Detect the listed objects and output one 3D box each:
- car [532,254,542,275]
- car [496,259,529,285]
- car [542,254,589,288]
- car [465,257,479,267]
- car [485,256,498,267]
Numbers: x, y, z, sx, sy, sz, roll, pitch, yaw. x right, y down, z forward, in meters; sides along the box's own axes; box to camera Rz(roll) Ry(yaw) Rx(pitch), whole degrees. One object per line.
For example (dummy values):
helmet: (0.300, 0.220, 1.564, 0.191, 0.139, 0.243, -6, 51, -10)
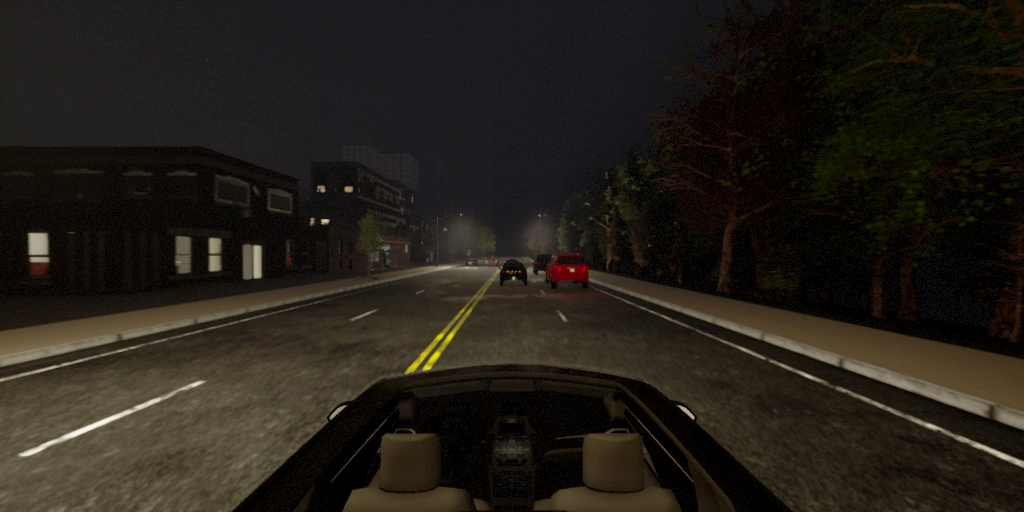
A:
car: (3.292, 0.801, 37.000, 2.150, 2.045, 5.566, 0, 1, 1)
car: (0.098, 1.142, 24.685, 1.837, 1.490, 4.892, 0, 0, 0)
car: (3.347, 0.873, 22.601, 2.150, 2.045, 5.566, 0, 1, 0)
car: (-6.544, 0.957, 58.754, 2.128, 1.511, 4.902, 0, 0, 1)
car: (-3.283, 0.817, 59.469, 2.097, 1.767, 4.553, 0, 0, 0)
